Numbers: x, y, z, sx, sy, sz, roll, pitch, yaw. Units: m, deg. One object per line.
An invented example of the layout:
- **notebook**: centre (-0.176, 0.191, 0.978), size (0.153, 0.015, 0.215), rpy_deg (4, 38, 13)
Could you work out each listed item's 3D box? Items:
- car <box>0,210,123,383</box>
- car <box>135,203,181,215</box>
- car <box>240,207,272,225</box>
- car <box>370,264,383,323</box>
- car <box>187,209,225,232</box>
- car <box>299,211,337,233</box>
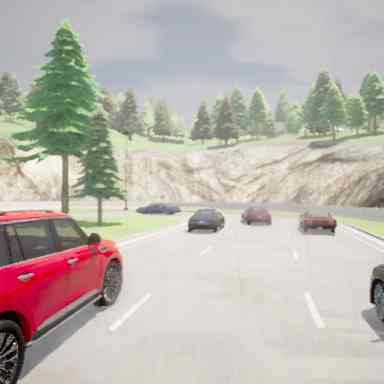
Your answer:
- **car**: centre (-2.898, 1.283, 5.193), size (2.150, 2.045, 5.566), rpy_deg (0, -1, 7)
- **car**: centre (-4.071, 2.029, 39.828), size (5.357, 1.411, 2.033), rpy_deg (0, -1, 16)
- **car**: centre (5.238, 1.907, 27.521), size (1.994, 1.385, 4.181), rpy_deg (0, -1, 1)
- **car**: centre (4.061, 1.551, 4.371), size (2.128, 1.511, 4.902), rpy_deg (0, -1, 7)
- **car**: centre (1.036, 1.839, 22.369), size (1.994, 1.385, 4.181), rpy_deg (0, -1, 13)
- **car**: centre (8.188, 1.879, 22.006), size (1.895, 1.301, 4.718), rpy_deg (0, -1, 14)
